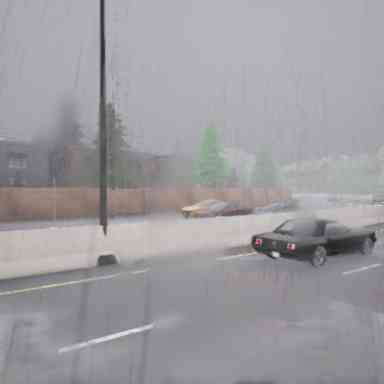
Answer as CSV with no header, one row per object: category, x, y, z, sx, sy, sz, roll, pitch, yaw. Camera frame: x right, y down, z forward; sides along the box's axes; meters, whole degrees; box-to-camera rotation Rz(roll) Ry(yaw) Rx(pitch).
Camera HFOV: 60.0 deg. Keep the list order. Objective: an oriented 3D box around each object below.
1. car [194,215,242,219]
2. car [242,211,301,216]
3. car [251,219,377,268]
car,2.296,1.393,23.267,5.008,1.535,1.882,0,0,-40
car,5.724,1.410,21.585,4.892,1.490,1.837,0,1,-41
car,4.254,1.546,11.156,4.718,1.301,1.895,0,0,-37
